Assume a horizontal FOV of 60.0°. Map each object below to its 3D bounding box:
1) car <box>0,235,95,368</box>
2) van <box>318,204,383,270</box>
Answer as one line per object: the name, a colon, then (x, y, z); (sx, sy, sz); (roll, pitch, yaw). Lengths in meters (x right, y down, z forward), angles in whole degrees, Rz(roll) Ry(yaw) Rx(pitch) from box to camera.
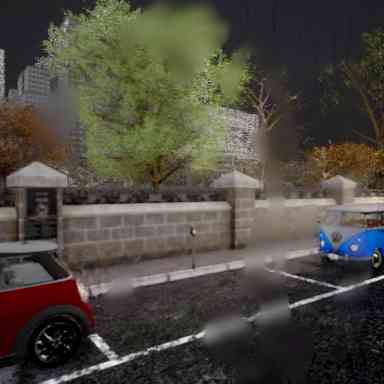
car: (-3.449, 1.442, 4.096); (4.097, 1.590, 1.967); (0, 0, -35)
van: (5.718, 1.297, 10.636); (3.998, 1.788, 1.690); (0, 0, -35)
